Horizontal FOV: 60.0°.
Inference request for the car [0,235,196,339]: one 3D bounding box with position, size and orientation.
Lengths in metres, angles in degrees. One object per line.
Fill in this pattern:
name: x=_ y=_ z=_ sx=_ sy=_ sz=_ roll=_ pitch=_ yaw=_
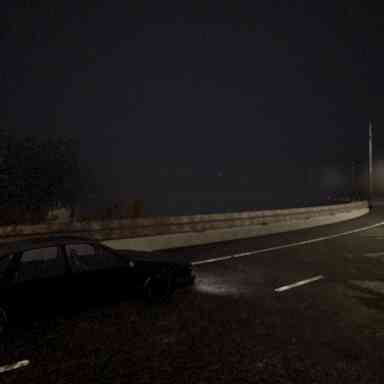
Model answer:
car: x=-2.497 y=1.578 z=6.400 sx=5.357 sy=1.411 sz=2.033 roll=0 pitch=0 yaw=-37
